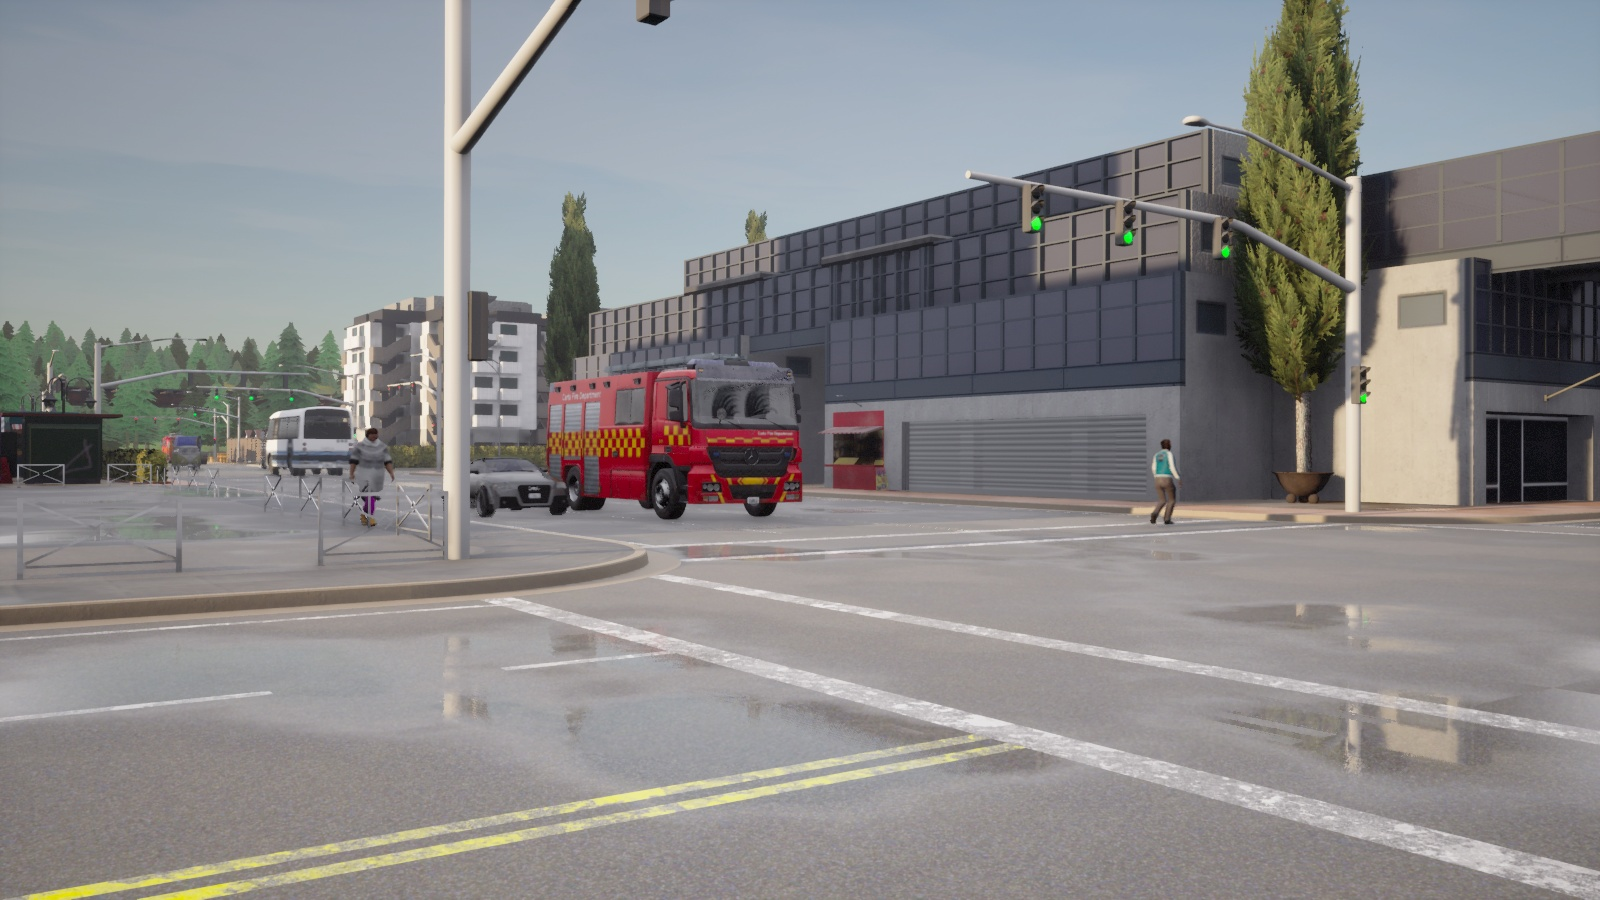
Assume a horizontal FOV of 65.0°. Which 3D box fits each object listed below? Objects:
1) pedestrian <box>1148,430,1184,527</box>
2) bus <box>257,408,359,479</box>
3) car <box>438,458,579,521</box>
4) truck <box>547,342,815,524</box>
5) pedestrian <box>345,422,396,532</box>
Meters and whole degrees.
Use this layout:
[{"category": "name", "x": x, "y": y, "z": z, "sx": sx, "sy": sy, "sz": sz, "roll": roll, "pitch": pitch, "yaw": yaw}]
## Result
[{"category": "pedestrian", "x": 7.441, "y": 0.570, "z": 25.537, "sx": 0.692, "sy": 1.930, "sz": 0.396, "roll": 0, "pitch": 0, "yaw": -41}, {"category": "bus", "x": -31.685, "y": -0.367, "z": 80.541, "sx": 3.944, "sy": 4.253, "sz": 10.273, "roll": 0, "pitch": 0, "yaw": -34}, {"category": "car", "x": -7.115, "y": 0.898, "z": 30.332, "sx": 1.994, "sy": 1.385, "sz": 4.181, "roll": 0, "pitch": 0, "yaw": -33}, {"category": "truck", "x": -3.203, "y": -0.338, "z": 30.756, "sx": 2.891, "sy": 3.827, "sz": 8.468, "roll": 0, "pitch": 0, "yaw": -33}, {"category": "pedestrian", "x": -7.766, "y": 0.475, "z": 22.690, "sx": 0.659, "sy": 1.952, "sz": 0.873, "roll": 0, "pitch": 0, "yaw": -35}]
